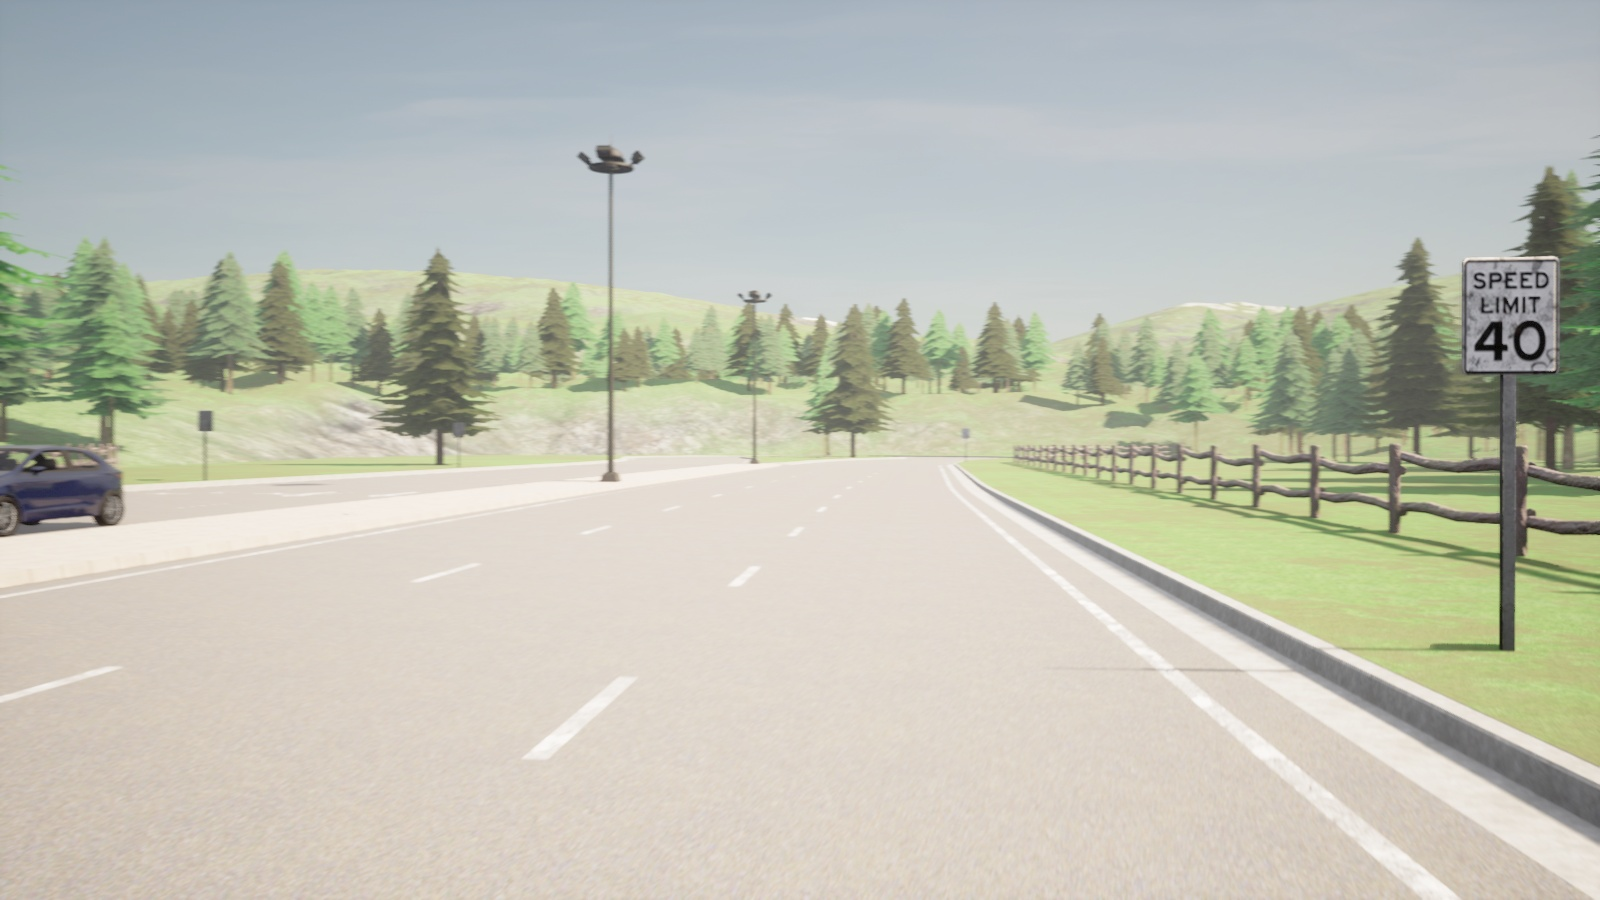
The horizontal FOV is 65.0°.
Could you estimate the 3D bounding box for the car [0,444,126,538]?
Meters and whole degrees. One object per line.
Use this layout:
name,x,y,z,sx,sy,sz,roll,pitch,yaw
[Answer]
car,-13.464,0.640,21.105,1.816,1.474,4.193,0,0,4
